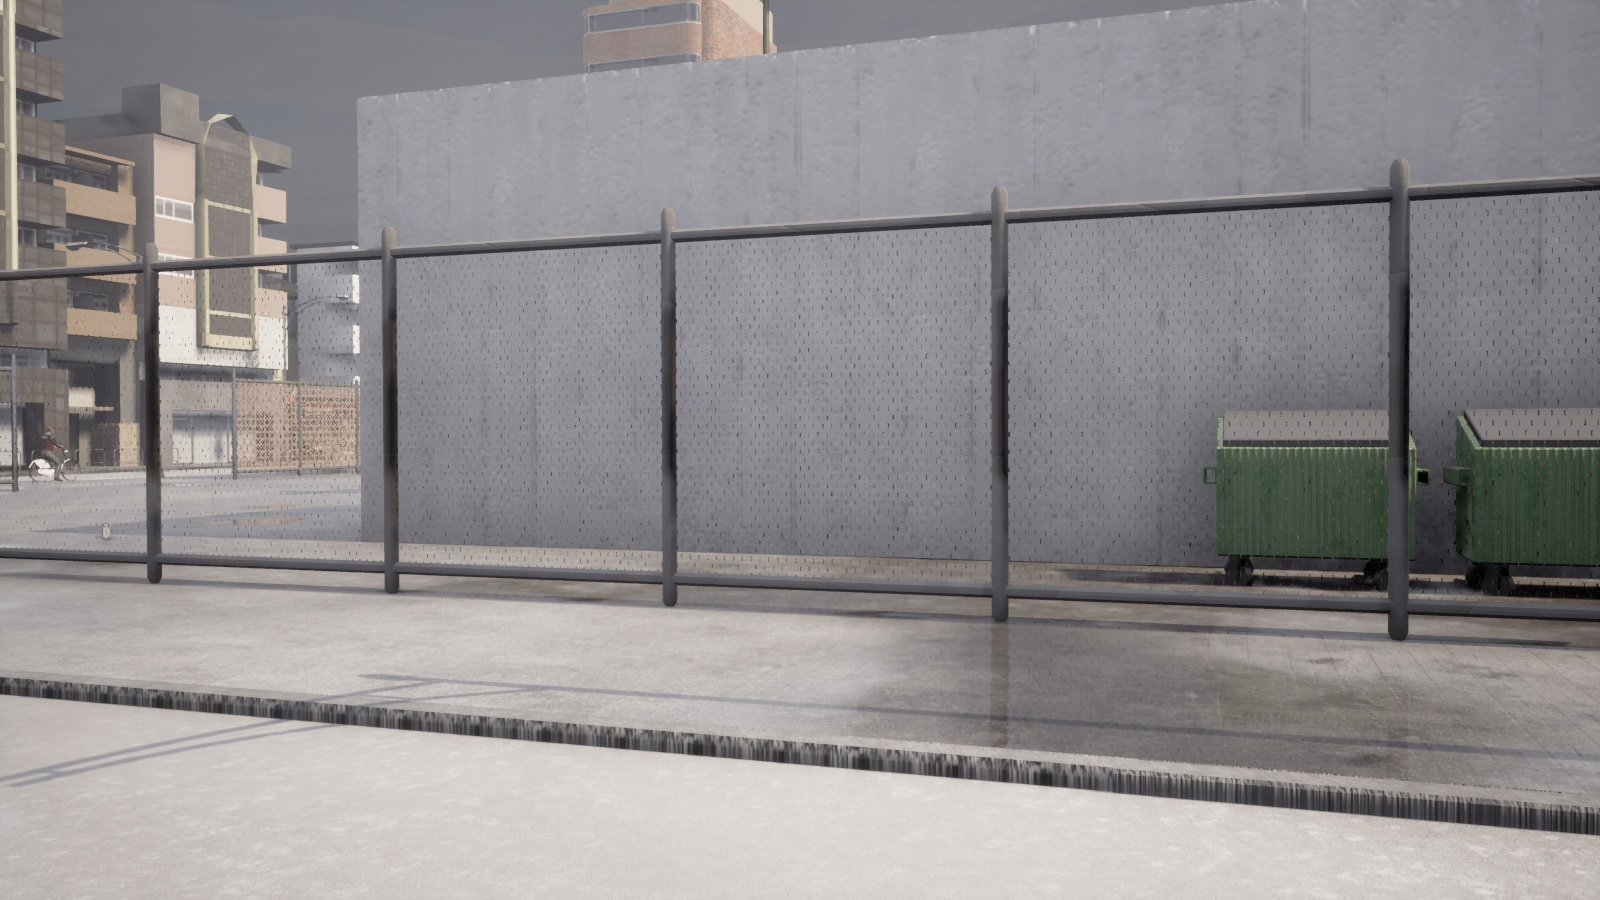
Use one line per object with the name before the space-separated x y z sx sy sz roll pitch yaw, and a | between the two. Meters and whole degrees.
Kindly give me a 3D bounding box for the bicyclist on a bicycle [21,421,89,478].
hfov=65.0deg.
bicyclist on a bicycle | -23.671 -0.031 39.939 0.659 1.776 1.843 1 1 19
